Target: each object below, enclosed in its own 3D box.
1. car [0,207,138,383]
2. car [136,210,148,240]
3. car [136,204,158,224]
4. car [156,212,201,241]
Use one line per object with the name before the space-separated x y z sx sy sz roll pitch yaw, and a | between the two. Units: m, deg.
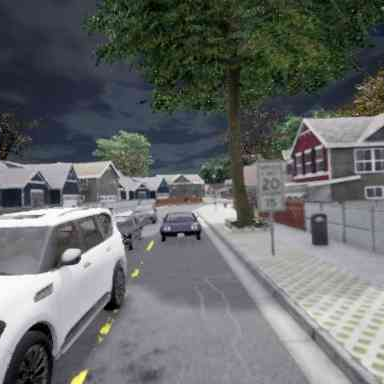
car | -2.578 1.339 5.121 2.150 2.045 5.566 -3 0 3
car | -3.344 1.771 15.044 1.895 1.301 4.718 -3 0 -2
car | -3.794 1.743 27.012 1.812 1.442 4.674 -3 0 -2
car | -0.586 1.654 17.102 1.895 1.301 4.718 -3 0 -2
